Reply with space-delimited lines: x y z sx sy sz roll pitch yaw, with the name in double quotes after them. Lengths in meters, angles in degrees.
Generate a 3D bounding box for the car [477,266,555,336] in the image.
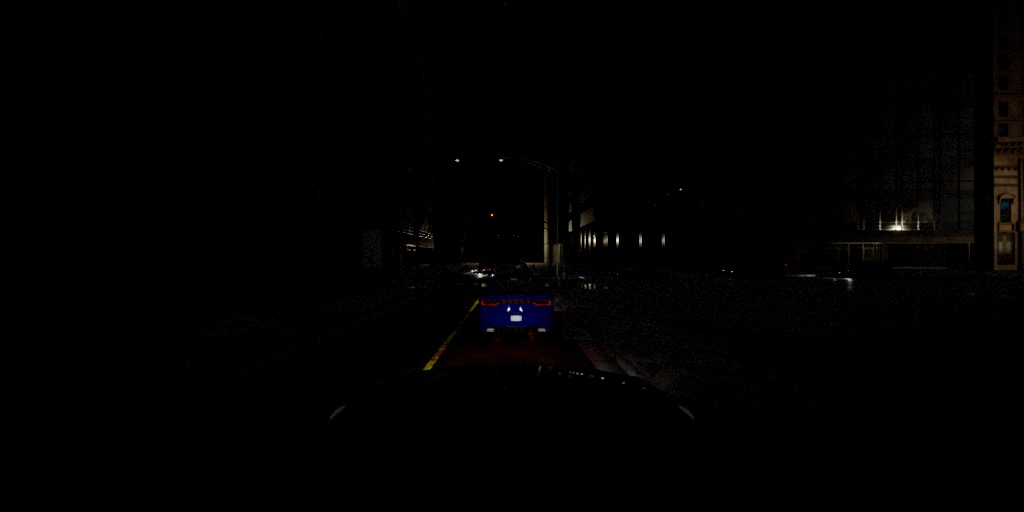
0.093 1.229 10.414 1.882 1.535 5.008 0 0 0 "car"

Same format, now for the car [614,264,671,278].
12.024 1.370 33.308 4.718 1.301 1.895 0 0 3 "car"

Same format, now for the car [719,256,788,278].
22.400 0.985 33.324 5.566 2.045 2.150 0 0 0 "car"

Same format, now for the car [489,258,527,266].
0.140 1.106 19.283 2.097 1.767 4.553 0 0 2 "car"

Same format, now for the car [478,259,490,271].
-0.801 1.313 35.359 2.033 1.411 5.357 0 0 31 "car"

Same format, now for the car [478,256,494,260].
-3.136 0.998 45.826 2.150 2.045 5.566 0 0 -2 "car"

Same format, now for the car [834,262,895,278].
32.753 1.274 33.322 4.674 1.442 1.812 0 0 0 "car"
